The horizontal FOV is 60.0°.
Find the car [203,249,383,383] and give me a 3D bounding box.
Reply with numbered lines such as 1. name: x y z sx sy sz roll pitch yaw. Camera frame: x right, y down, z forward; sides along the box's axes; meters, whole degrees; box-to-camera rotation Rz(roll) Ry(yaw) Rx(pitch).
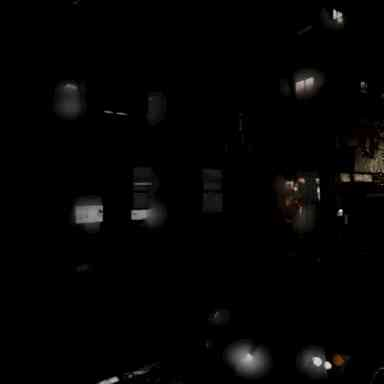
1. car: 2.207 1.563 4.631 4.181 1.385 1.994 0 0 -35
